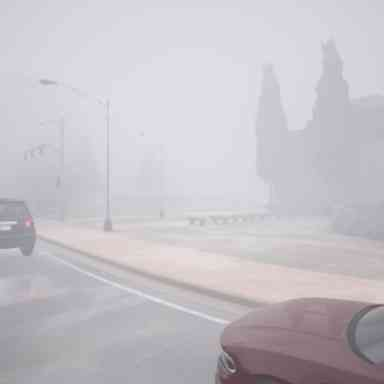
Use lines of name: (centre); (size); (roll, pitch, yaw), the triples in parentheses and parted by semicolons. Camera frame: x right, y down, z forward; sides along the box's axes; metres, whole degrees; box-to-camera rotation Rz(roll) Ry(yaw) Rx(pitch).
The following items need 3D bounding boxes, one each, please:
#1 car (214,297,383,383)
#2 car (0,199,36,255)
car: (2.518, 1.485, 2.403); (5.008, 1.535, 1.882); (0, 0, 35)
car: (-7.731, 1.277, 12.659); (2.150, 2.045, 5.566); (0, -1, -41)
